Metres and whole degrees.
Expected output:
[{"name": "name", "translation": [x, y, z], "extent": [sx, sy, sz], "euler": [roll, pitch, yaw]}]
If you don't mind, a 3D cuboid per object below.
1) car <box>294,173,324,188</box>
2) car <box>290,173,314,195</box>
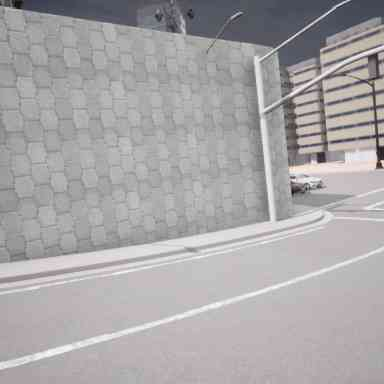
[{"name": "car", "translation": [9.706, -0.975, 30.509], "extent": [1.812, 1.442, 4.674], "euler": [-10, 6, -35]}, {"name": "car", "translation": [7.354, -0.459, 27.867], "extent": [1.812, 1.442, 4.674], "euler": [-10, 6, -35]}]
